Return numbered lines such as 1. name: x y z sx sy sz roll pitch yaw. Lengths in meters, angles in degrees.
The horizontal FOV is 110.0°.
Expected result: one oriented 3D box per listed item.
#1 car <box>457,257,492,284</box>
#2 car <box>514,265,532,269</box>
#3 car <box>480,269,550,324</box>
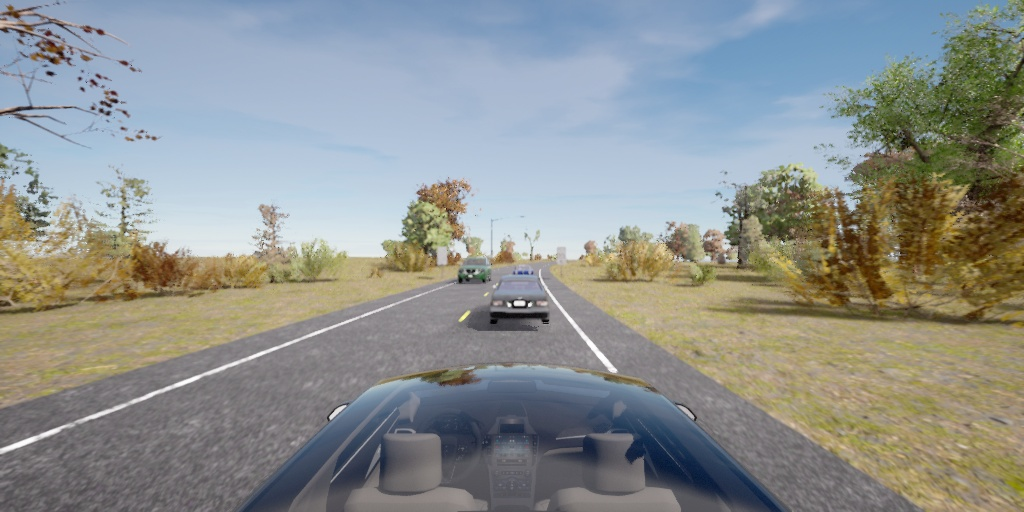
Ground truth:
1. car: -2.870 1.115 28.753 2.150 2.045 5.566 0 -1 3
2. car: 1.117 1.517 34.028 1.895 1.301 4.718 0 0 3
3. car: 0.263 1.353 12.275 2.033 1.411 5.357 0 0 1
